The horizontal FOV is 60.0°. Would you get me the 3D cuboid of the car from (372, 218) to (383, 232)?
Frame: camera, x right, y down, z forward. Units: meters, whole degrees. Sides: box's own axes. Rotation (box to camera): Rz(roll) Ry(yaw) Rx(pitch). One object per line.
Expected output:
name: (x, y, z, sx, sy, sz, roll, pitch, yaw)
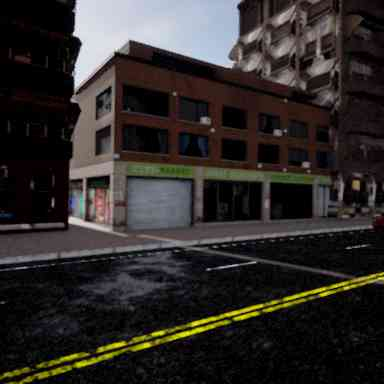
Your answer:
car: (13.177, 1.848, 20.520, 4.718, 1.301, 1.895, 1, -1, -33)
